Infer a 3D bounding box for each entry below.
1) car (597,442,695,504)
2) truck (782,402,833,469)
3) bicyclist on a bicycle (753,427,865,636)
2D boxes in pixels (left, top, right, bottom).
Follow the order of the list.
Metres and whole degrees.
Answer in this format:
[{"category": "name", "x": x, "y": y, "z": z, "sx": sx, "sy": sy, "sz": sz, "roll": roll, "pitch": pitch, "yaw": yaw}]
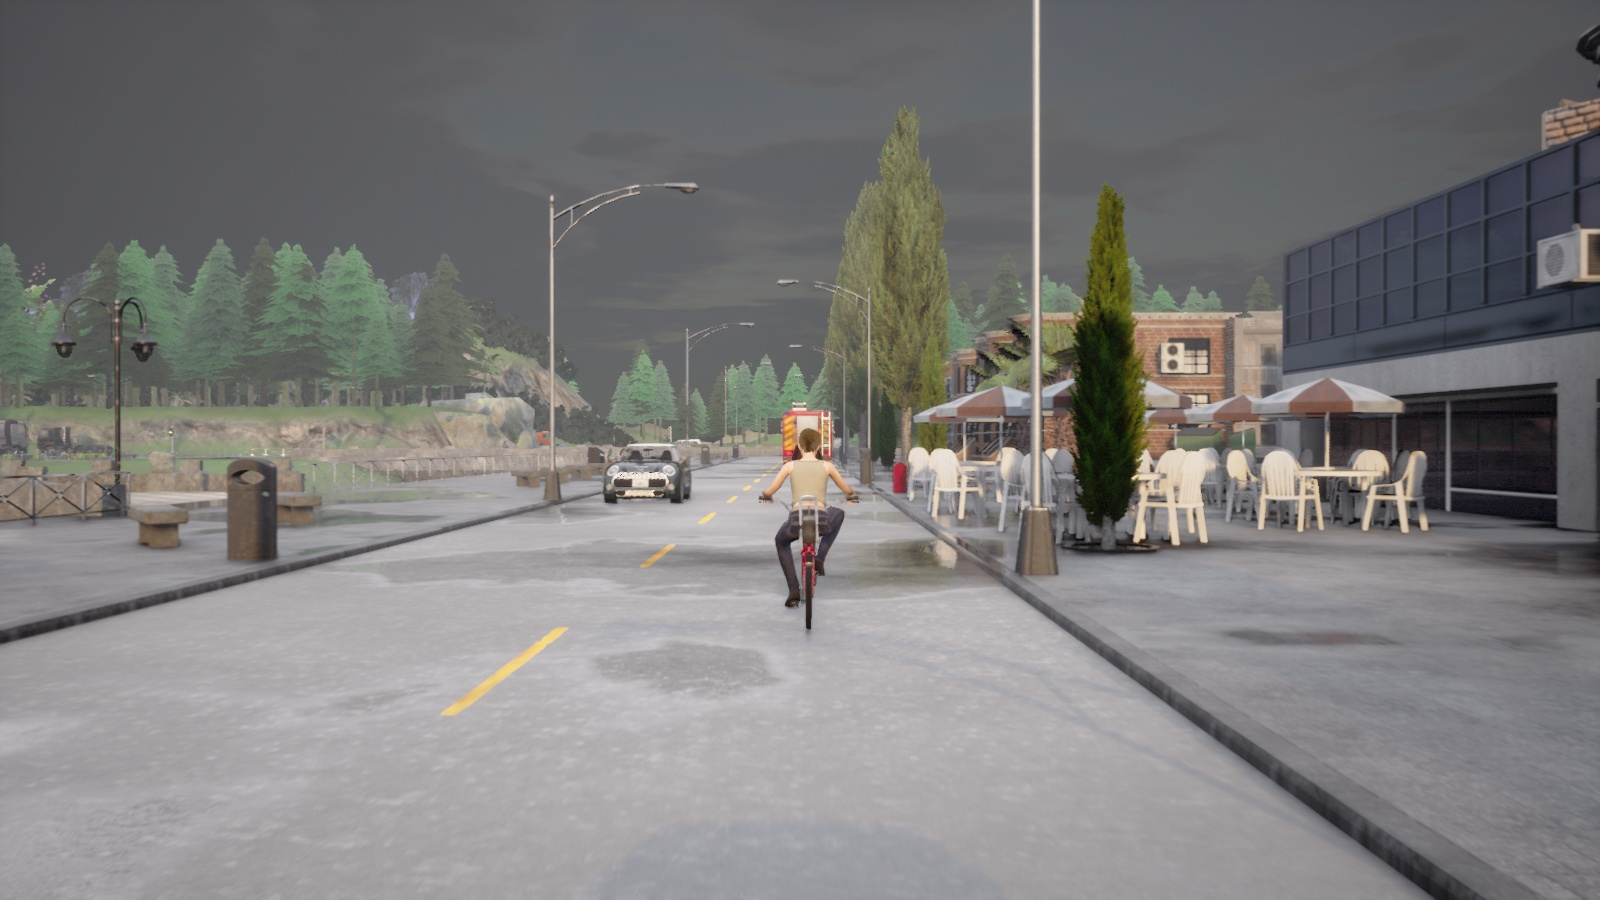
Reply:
[{"category": "car", "x": -3.809, "y": 0.531, "z": 31.627, "sx": 1.970, "sy": 1.475, "sz": 3.806, "roll": 0, "pitch": 0, "yaw": 0}, {"category": "truck", "x": 0.434, "y": -0.844, "z": 75.569, "sx": 2.891, "sy": 3.827, "sz": 8.468, "roll": 0, "pitch": 0, "yaw": 0}, {"category": "bicyclist on a bicycle", "x": 0.073, "y": 0.624, "z": 10.453, "sx": 0.866, "sy": 1.612, "sz": 1.509, "roll": 0, "pitch": 0, "yaw": 0}]
